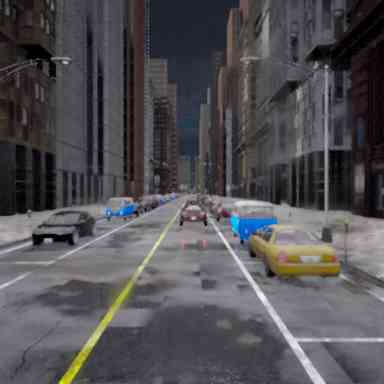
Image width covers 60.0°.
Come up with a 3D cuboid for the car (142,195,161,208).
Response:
[{"bbox_3d":[-5.753,1.313,43.696,2.192,1.841,5.009,0,0,0],"label":"car"}]

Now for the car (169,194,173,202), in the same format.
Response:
[{"bbox_3d":[-5.745,1.439,71.880,1.967,1.590,4.097,0,0,0],"label":"car"}]

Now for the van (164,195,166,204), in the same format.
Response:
[{"bbox_3d":[-5.750,1.340,54.970,1.690,1.788,3.998,0,0,0],"label":"van"}]

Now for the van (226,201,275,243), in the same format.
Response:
[{"bbox_3d":[2.764,1.339,15.522,1.690,1.788,3.998,0,0,0],"label":"van"}]

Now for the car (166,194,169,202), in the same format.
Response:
[{"bbox_3d":[-5.748,1.439,60.607,1.967,1.590,4.097,0,0,0],"label":"car"}]

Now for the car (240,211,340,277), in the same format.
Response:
[{"bbox_3d":[2.763,1.523,10.057,1.752,1.417,4.829,0,0,0],"label":"car"}]

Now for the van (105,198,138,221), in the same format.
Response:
[{"bbox_3d":[-5.758,1.340,26.786,1.690,1.788,3.998,0,0,0],"label":"van"}]

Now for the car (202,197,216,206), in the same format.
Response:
[{"bbox_3d":[2.776,1.564,54.977,1.947,1.339,4.313,0,0,0],"label":"car"}]

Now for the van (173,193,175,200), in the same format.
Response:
[{"bbox_3d":[-5.742,1.341,83.153,1.690,1.788,3.998,0,0,0],"label":"van"}]

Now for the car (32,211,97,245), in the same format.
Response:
[{"bbox_3d":[-5.760,1.565,15.512,1.947,1.339,4.313,0,0,0],"label":"car"}]

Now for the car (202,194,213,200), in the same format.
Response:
[{"bbox_3d":[2.774,1.438,49.340,1.967,1.590,4.097,0,0,0],"label":"car"}]

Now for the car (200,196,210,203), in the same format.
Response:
[{"bbox_3d":[2.781,1.565,71.886,1.947,1.339,4.313,0,0,0],"label":"car"}]

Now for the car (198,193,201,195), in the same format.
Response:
[{"bbox_3d":[2.776,1.313,60.614,2.192,1.841,5.009,0,0,0],"label":"car"}]

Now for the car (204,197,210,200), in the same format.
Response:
[{"bbox_3d":[2.771,1.548,38.068,2.008,1.369,4.403,0,0,0],"label":"car"}]

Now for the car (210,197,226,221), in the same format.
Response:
[{"bbox_3d":[2.767,1.438,26.795,1.967,1.590,4.097,0,0,0],"label":"car"}]

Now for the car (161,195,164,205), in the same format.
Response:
[{"bbox_3d":[-5.751,1.543,49.333,1.887,1.381,4.507,0,0,0],"label":"car"}]

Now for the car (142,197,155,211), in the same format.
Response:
[{"bbox_3d":[-5.754,1.564,38.060,1.947,1.339,4.313,0,0,0],"label":"car"}]

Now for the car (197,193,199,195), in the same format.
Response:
[{"bbox_3d":[2.783,1.440,83.158,1.967,1.590,4.097,0,0,0],"label":"car"}]

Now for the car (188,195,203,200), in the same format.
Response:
[{"bbox_3d":[0.112,1.503,44.631,1.837,1.490,4.892,0,0,0],"label":"car"}]

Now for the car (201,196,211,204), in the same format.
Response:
[{"bbox_3d":[2.779,1.543,66.250,1.887,1.381,4.507,0,0,0],"label":"car"}]

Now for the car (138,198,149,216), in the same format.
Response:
[{"bbox_3d":[-5.756,1.564,32.423,1.947,1.339,4.313,0,0,0],"label":"car"}]

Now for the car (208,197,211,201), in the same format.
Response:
[{"bbox_3d":[2.769,1.523,32.602,1.752,1.417,4.829,0,0,0],"label":"car"}]

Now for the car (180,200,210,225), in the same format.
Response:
[{"bbox_3d":[0.107,1.524,23.713,1.812,1.442,4.674,0,0,0],"label":"car"}]

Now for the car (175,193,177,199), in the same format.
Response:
[{"bbox_3d":[-5.740,1.527,88.620,1.752,1.417,4.829,0,0,0],"label":"car"}]
